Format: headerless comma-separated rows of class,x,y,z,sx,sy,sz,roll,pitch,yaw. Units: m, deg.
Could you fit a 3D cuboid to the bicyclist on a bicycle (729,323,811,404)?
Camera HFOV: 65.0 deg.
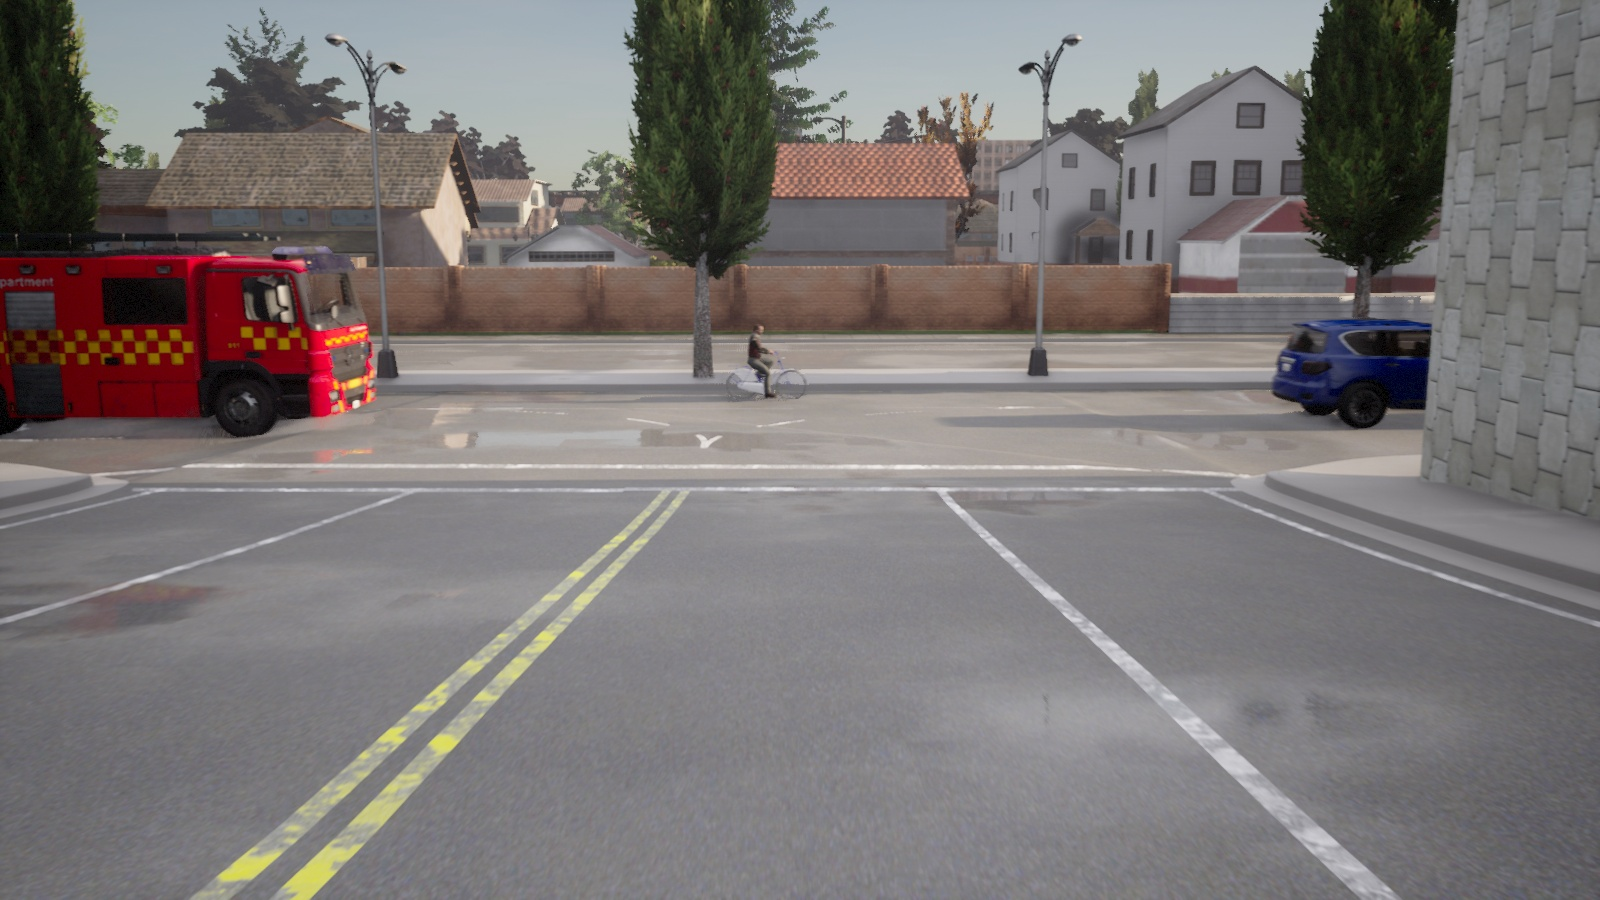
bicyclist on a bicycle,-0.676,-1.972,28.540,1.843,1.776,0.659,0,9,-1

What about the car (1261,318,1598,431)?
car,12.538,-1.562,25.316,5.566,2.045,2.150,0,10,-1

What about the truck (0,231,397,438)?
truck,-12.720,-2.347,24.675,8.468,3.827,2.891,0,9,0
